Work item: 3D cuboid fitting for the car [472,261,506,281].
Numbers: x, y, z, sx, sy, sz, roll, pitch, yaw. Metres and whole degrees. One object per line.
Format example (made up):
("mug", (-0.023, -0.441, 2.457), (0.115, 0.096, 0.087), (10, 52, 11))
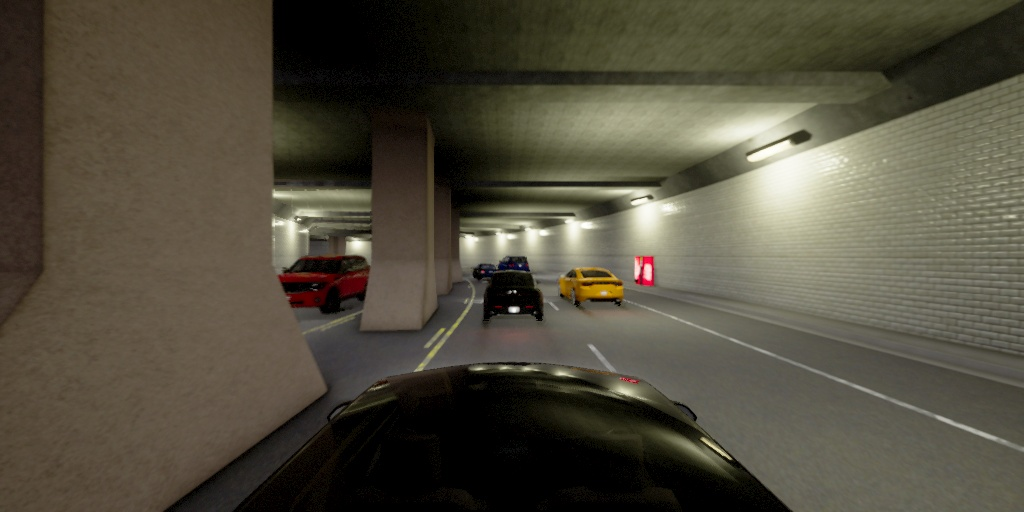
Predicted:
("car", (-2.280, 1.329, 30.940), (2.033, 1.411, 5.357), (0, 0, -13))

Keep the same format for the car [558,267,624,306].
("car", (3.313, 1.243, 15.917), (1.882, 1.535, 5.008), (0, 0, -3))

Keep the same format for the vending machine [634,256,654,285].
("vending machine", (8.591, 0.969, 23.326), (1.100, 2.100, 0.880), (0, 0, -7))

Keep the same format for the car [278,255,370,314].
("car", (-7.279, 0.985, 14.050), (2.150, 2.045, 5.566), (0, 0, -3))

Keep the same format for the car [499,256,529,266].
("car", (0.055, 1.008, 35.852), (2.150, 2.045, 5.566), (0, 0, -15))

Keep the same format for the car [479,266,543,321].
("car", (-0.012, 1.267, 12.547), (1.837, 1.490, 4.892), (0, 0, -2))
